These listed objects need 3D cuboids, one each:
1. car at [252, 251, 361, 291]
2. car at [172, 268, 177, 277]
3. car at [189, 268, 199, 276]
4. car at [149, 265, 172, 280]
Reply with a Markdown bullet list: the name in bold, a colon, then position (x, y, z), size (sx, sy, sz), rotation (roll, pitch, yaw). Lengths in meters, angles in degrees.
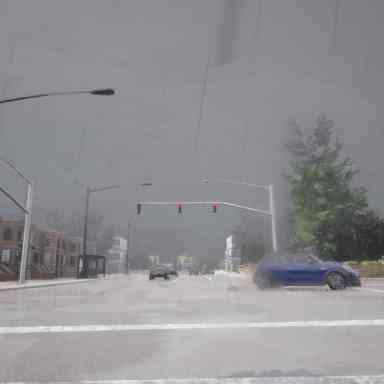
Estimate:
- **car**: position (5.103, 3.533, 15.172), size (4.553, 1.767, 2.097), rotation (-7, -15, 26)
- **car**: position (-3.366, 12.824, 53.086), size (1.895, 1.301, 4.718), rotation (-1, -13, 0)
- **car**: position (0.347, 14.644, 61.299), size (2.033, 1.411, 5.357), rotation (-1, -13, 0)
- **car**: position (-3.475, 8.612, 35.581), size (1.837, 1.490, 4.892), rotation (-1, -13, 0)
